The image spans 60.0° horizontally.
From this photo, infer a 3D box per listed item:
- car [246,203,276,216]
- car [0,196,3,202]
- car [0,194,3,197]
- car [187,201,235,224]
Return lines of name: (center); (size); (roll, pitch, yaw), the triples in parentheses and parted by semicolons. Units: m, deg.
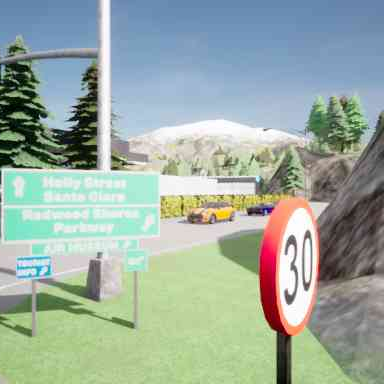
car: (7.486, 1.791, 34.833); (1.895, 1.301, 4.718); (0, 0, 36)
car: (-12.400, 1.502, 26.036); (1.905, 1.878, 3.866); (0, 0, 35)
car: (-38.660, 1.482, 69.944); (4.514, 1.523, 2.007); (0, 0, 35)
car: (1.584, 1.542, 26.704); (2.097, 1.767, 4.553); (0, 0, 36)
